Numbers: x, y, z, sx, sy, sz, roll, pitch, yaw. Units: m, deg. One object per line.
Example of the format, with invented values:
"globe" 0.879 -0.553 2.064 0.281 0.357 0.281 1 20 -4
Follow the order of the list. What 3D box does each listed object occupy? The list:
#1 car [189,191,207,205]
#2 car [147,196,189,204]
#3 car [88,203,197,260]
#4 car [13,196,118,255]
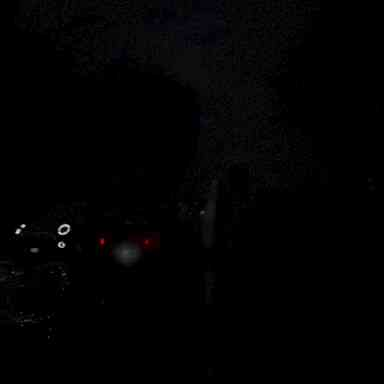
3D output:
"car" 0.975 0.561 34.070 2.033 1.411 5.357 -1 2 13
"car" -1.914 0.991 21.860 1.994 1.385 4.181 -1 2 14
"car" -1.283 1.300 11.168 1.895 1.301 4.718 -1 2 13
"car" -4.244 1.100 12.195 2.097 1.767 4.553 -1 2 14
